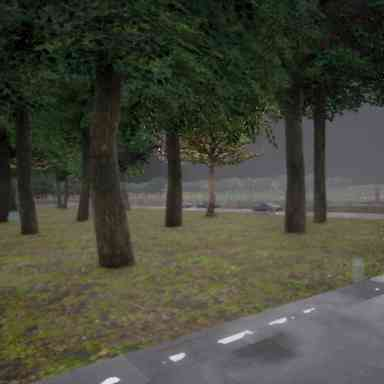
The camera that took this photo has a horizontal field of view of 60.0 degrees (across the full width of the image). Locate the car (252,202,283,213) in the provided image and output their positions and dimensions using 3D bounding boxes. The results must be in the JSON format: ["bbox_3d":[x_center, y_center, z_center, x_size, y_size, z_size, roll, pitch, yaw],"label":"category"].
[{"bbox_3d":[10.096,2.079,44.516,1.994,1.385,4.181,-1,0,-35],"label":"car"}]

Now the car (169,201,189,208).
[{"bbox_3d":[-2.687,2.517,67.572,1.895,1.301,4.718,-1,0,-35],"label":"car"}]

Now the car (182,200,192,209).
[{"bbox_3d":[-2.021,2.234,61.848,2.097,1.767,4.553,-1,0,-35],"label":"car"}]

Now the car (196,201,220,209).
[{"bbox_3d":[2.861,2.299,59.791,2.033,1.411,5.357,-1,0,-35],"label":"car"}]
